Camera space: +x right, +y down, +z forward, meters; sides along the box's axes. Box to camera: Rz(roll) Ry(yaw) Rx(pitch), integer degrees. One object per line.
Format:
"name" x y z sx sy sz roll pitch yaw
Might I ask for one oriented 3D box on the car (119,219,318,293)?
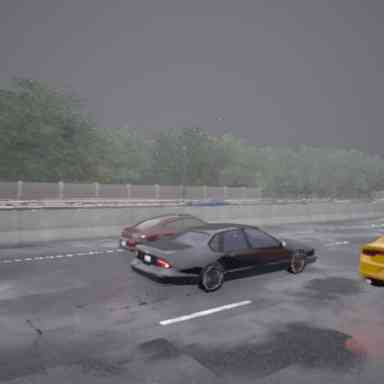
"car" 1.049 1.557 8.898 5.357 1.411 2.033 1 0 -35

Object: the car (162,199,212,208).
"car" -0.705 1.601 33.468 4.718 1.301 1.895 1 0 -35

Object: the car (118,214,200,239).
"car" -0.352 1.523 12.194 4.674 1.442 1.812 1 0 -35

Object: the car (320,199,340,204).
"car" 19.029 1.715 47.279 4.892 1.490 1.837 1 0 -35

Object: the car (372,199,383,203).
"car" 24.371 1.657 42.462 5.008 1.535 1.882 1 0 -35

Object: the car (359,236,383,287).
"car" 6.141 1.536 8.205 5.008 1.535 1.882 1 0 -35

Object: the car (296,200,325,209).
"car" 18.213 1.847 50.969 4.718 1.301 1.895 1 0 -35

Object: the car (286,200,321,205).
"car" 10.214 1.669 32.570 4.181 1.385 1.994 1 0 -35

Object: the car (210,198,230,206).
"car" 2.263 1.508 39.813 5.008 1.535 1.882 1 0 -35
